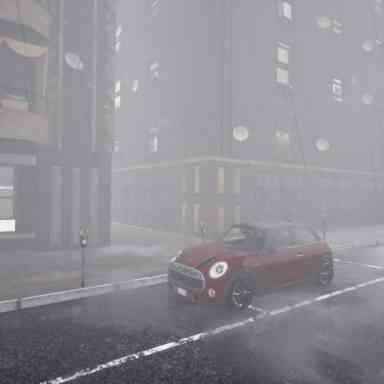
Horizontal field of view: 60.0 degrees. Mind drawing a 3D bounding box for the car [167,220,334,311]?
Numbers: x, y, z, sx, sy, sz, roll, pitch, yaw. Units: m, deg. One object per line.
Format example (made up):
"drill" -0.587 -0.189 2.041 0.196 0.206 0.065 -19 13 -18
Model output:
"car" 1.426 1.442 7.722 4.097 1.590 1.967 0 1 -36
